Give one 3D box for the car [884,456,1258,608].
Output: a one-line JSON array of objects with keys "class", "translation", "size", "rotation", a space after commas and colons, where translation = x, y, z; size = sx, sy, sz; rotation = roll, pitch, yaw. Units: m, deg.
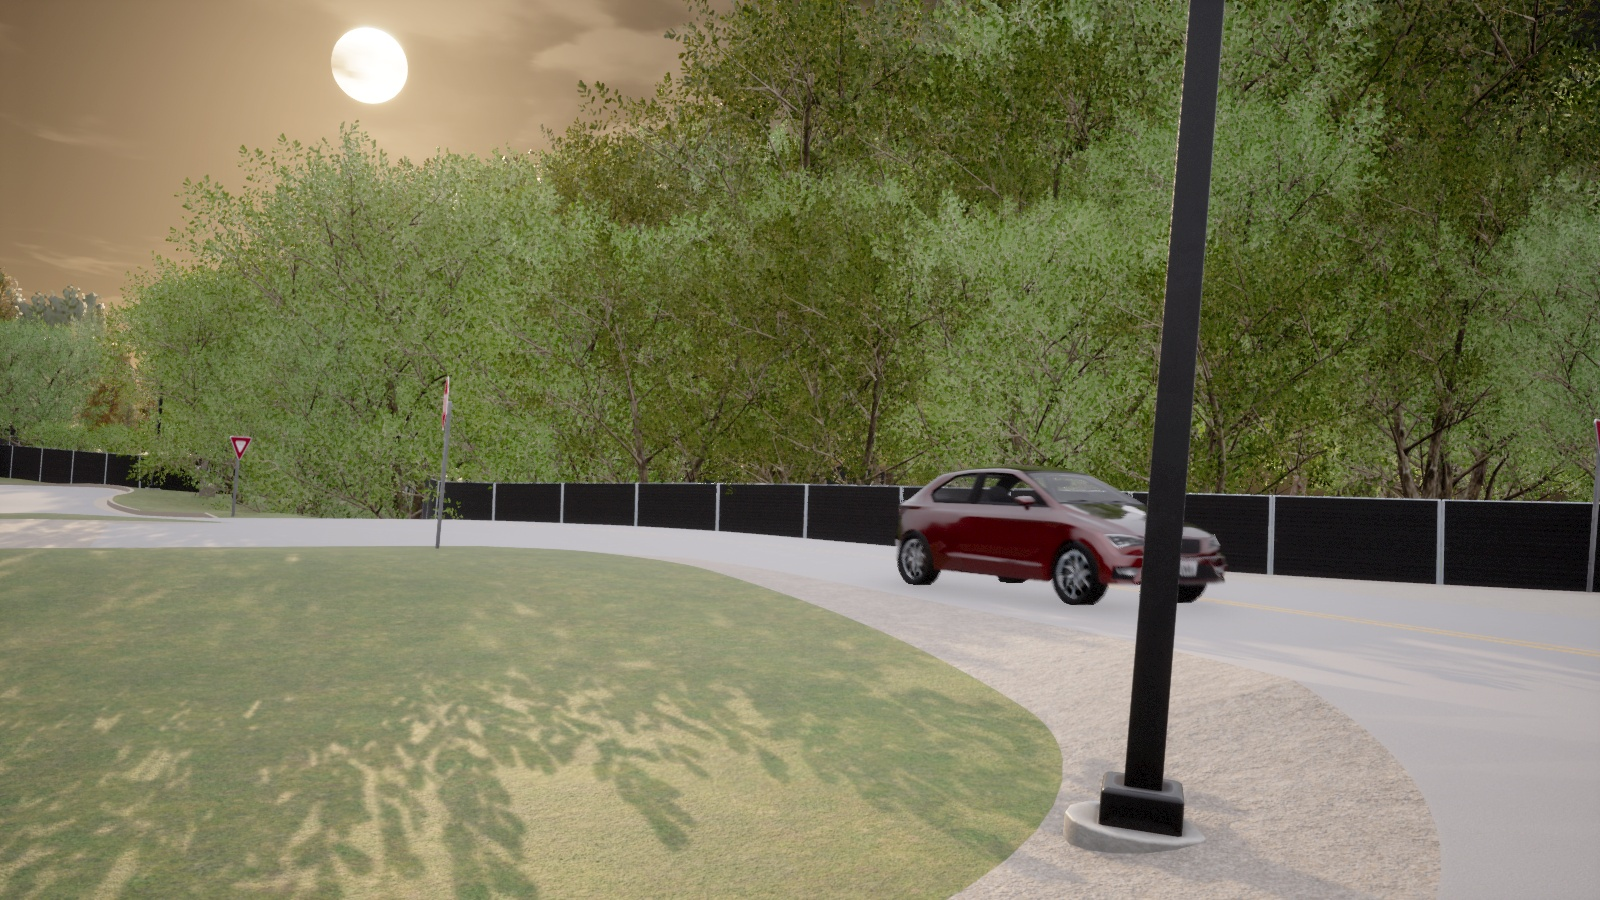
[{"class": "car", "translation": [2.933, 0.872, 14.483], "size": [1.816, 1.474, 4.193], "rotation": [2, -2, -32]}]
